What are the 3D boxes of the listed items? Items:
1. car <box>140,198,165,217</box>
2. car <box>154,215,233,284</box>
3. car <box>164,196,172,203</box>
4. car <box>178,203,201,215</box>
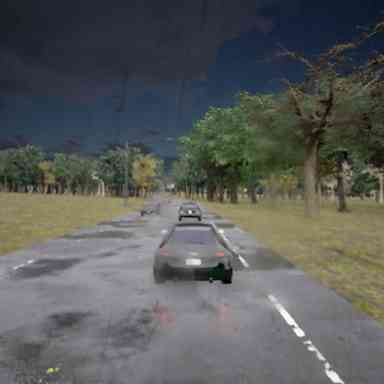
[{"bbox_3d":[-4.072,1.605,33.387,1.837,1.490,4.892,-3,0,-1],"label":"car"},{"bbox_3d":[0.029,1.603,9.749,1.994,1.385,4.181,0,0,0],"label":"car"},{"bbox_3d":[-5.601,1.662,74.728,2.097,1.767,4.553,0,0,-3],"label":"car"},{"bbox_3d":[-0.205,1.624,28.171,2.033,1.411,5.357,1,0,-1],"label":"car"}]
